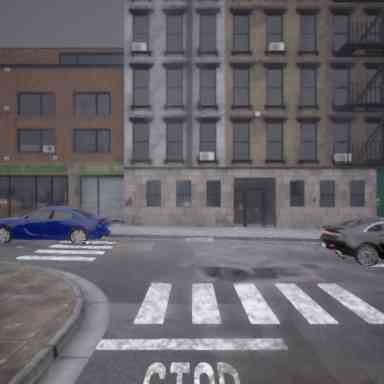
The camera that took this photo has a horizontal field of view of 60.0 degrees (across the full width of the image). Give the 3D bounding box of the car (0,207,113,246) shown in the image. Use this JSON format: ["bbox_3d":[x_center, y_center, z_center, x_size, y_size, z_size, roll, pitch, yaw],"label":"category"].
[{"bbox_3d":[-5.970,1.371,14.239,5.008,1.535,1.882,1,0,0],"label":"car"}]

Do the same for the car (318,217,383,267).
[{"bbox_3d":[6.868,1.634,11.245,4.902,1.511,2.128,1,0,0],"label":"car"}]
